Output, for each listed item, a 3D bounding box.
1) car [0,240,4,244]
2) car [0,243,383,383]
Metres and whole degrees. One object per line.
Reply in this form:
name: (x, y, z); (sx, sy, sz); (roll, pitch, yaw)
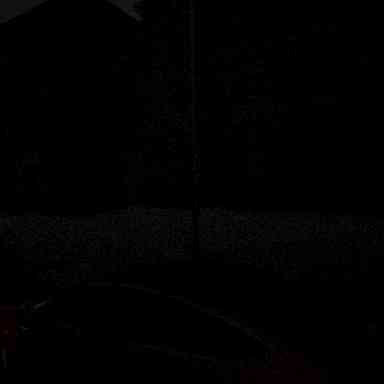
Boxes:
car: (-5.003, 1.528, 6.783); (4.674, 1.452, 2.002); (0, 0, 35)
car: (-0.456, 1.513, 3.639); (4.792, 1.488, 2.163); (0, 0, 35)
